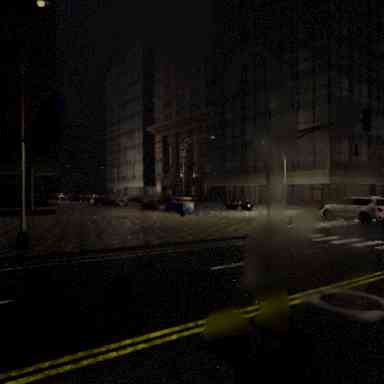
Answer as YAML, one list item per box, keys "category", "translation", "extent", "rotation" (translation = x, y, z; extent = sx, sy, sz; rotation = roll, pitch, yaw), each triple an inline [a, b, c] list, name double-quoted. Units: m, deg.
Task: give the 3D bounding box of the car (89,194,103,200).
- category: "car"
  translation: [-23.903, 1.314, 82.485]
  extent: [2.008, 1.369, 4.403]
  rotation: [0, 0, -35]

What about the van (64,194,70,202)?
- category: "van"
  translation: [-24.291, 1.215, 68.334]
  extent: [1.690, 1.788, 3.998]
  rotation: [0, 0, -35]

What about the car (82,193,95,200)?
- category: "car"
  translation: [-27.179, 1.165, 87.085]
  extent: [1.967, 1.590, 4.097]
  rotation: [0, 0, -35]

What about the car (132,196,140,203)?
- category: "car"
  translation: [-10.796, 1.457, 64.079]
  extent: [1.887, 1.381, 4.507]
  rotation: [0, 0, -35]

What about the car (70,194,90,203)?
- category: "car"
  translation: [-21.014, 1.226, 63.733]
  extent: [2.192, 1.841, 5.009]
  rotation: [0, 0, -35]

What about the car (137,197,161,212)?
- category: "car"
  translation: [-4.632, 1.661, 40.727]
  extent: [1.802, 1.307, 4.206]
  rotation: [0, 0, -35]

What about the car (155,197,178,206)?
- category: "car"
  translation: [-4.243, 1.562, 54.876]
  extent: [1.802, 1.307, 4.206]
  rotation: [0, 0, -35]

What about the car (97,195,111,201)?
- category: "car"
  translation: [-20.626, 1.383, 77.884]
  extent: [1.802, 1.307, 4.206]
  rotation: [0, 0, -35]

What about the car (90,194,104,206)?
- category: "car"
  translation: [-14.461, 1.297, 54.530]
  extent: [2.192, 1.841, 5.009]
  rotation: [0, 0, -35]

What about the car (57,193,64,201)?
- category: "car"
  translation: [-27.568, 1.381, 72.936]
  extent: [1.887, 1.381, 4.507]
  rotation: [0, 0, -35]

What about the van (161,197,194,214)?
- category: "van"
  translation: [-1.355, 1.449, 36.125]
  extent: [1.690, 1.788, 3.998]
  rotation: [0, 0, -35]

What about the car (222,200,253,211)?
- category: "car"
  translation: [5.588, 1.639, 41.072]
  extent: [1.947, 1.339, 4.313]
  rotation: [0, 0, -35]

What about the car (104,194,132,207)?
- category: "car"
  translation: [-11.185, 1.456, 49.930]
  extent: [1.967, 1.590, 4.097]
  rotation: [0, 0, -35]

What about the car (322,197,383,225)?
- category: "car"
  translation: [12.896, 1.385, 26.136]
  extent: [2.150, 2.045, 5.566]
  rotation: [1, 0, -25]
